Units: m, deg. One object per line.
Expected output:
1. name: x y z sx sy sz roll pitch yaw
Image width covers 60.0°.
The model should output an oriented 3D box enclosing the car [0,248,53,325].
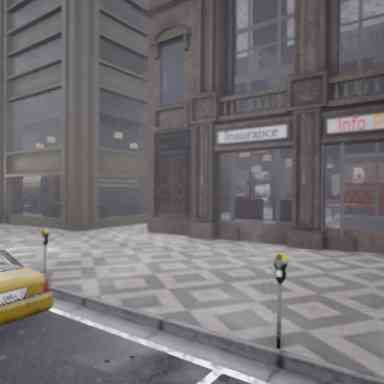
1. car: -4.612 1.546 6.361 4.829 1.417 1.752 0 1 36
